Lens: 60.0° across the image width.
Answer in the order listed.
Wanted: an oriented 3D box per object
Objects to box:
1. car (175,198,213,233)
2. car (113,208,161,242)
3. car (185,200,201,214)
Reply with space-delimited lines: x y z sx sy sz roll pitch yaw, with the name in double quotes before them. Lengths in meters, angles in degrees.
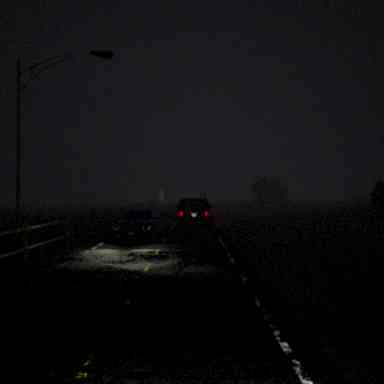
"car" 0.109 1.382 20.899 2.150 2.045 5.566 0 0 0
"car" -2.741 1.610 17.396 1.882 1.535 5.008 0 0 0
"car" 0.122 1.800 40.007 1.882 1.535 5.008 0 -1 0
